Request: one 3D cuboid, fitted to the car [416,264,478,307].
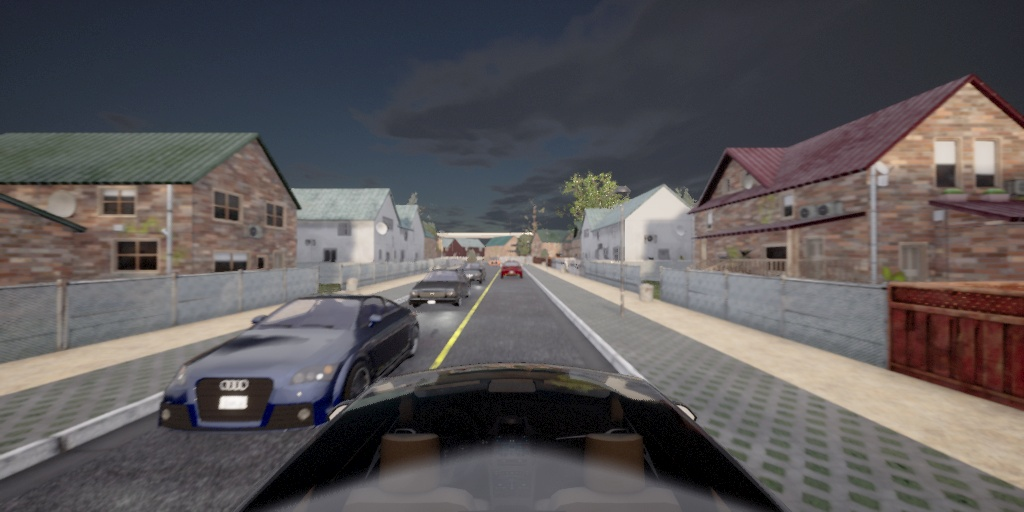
[{"bbox_3d":[-2.899,1.274,15.612,2.033,1.411,5.357,0,0,0],"label":"car"}]

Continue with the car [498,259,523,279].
[{"bbox_3d":[-0.028,1.156,32.138,1.882,1.535,5.008,0,0,0],"label":"car"}]

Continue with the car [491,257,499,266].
[{"bbox_3d":[-3.066,0.944,64.377,2.097,1.767,4.553,0,0,0],"label":"car"}]

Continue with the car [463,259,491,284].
[{"bbox_3d":[-2.910,1.192,26.112,2.128,1.511,4.902,0,0,0],"label":"car"}]

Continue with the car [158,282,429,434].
[{"bbox_3d":[-2.854,1.313,5.668,1.994,1.385,4.181,0,0,0],"label":"car"}]
